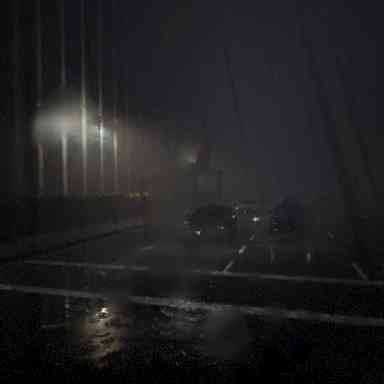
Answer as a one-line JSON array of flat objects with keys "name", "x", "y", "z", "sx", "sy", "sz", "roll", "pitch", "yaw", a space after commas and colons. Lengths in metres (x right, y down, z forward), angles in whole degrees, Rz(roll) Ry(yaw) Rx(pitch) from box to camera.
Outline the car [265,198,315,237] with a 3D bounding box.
[{"name": "car", "x": 5.045, "y": 1.286, "z": 17.141, "sx": 1.882, "sy": 1.535, "sz": 5.008, "roll": -1, "pitch": 0, "yaw": 17}]

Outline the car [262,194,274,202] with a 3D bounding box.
[{"name": "car", "x": 10.614, "y": 0.996, "z": 47.292, "sx": 1.882, "sy": 1.535, "sz": 5.008, "roll": -1, "pitch": 0, "yaw": 17}]

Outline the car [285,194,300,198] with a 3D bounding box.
[{"name": "car", "x": 9.010, "y": 1.206, "z": 30.225, "sx": 2.033, "sy": 1.411, "sz": 5.357, "roll": -1, "pitch": 0, "yaw": 17}]

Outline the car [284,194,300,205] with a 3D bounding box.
[{"name": "car", "x": 14.038, "y": 1.037, "z": 46.506, "sx": 1.994, "sy": 1.385, "sz": 4.181, "roll": -1, "pitch": 0, "yaw": 17}]

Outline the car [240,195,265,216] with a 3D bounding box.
[{"name": "car", "x": 4.891, "y": 1.258, "z": 28.657, "sx": 1.812, "sy": 1.442, "sz": 4.674, "roll": -1, "pitch": 1, "yaw": 17}]

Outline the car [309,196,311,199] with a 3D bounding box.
[{"name": "car", "x": 19.146, "y": 0.962, "z": 51.290, "sx": 1.895, "sy": 1.301, "sz": 4.718, "roll": -1, "pitch": 0, "yaw": 17}]

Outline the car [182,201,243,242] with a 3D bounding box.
[{"name": "car", "x": 0.982, "y": 1.384, "z": 15.798, "sx": 1.837, "sy": 1.490, "sz": 4.892, "roll": -1, "pitch": 0, "yaw": 17}]

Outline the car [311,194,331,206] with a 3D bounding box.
[{"name": "car", "x": 16.235, "y": 0.998, "z": 41.505, "sx": 1.812, "sy": 1.442, "sz": 4.674, "roll": -1, "pitch": 0, "yaw": 18}]
